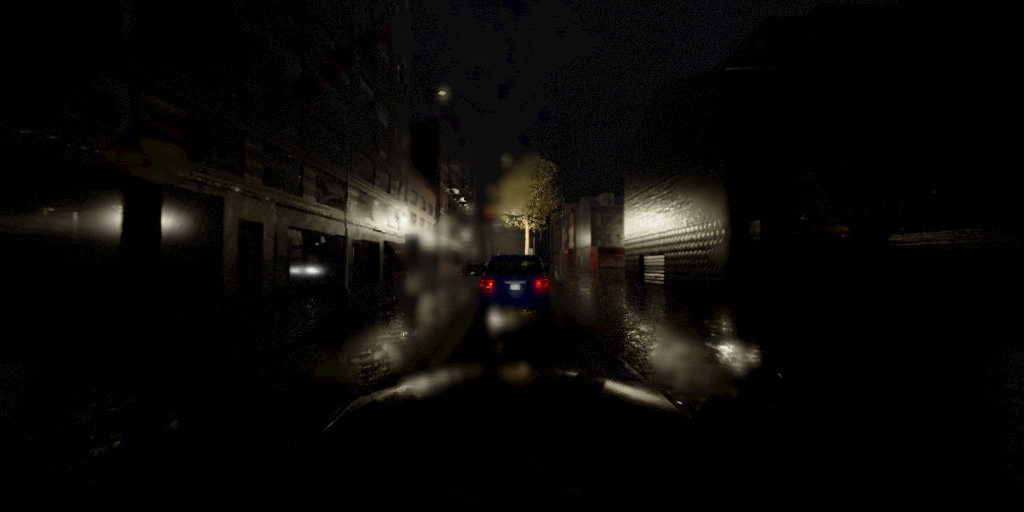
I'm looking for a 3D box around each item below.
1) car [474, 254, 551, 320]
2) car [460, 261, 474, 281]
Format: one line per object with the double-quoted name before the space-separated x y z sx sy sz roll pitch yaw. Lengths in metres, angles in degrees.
"car" 0.102 0.955 12.699 2.150 2.045 5.566 0 0 0
"car" -2.735 1.032 27.326 1.994 1.385 4.181 0 0 0
